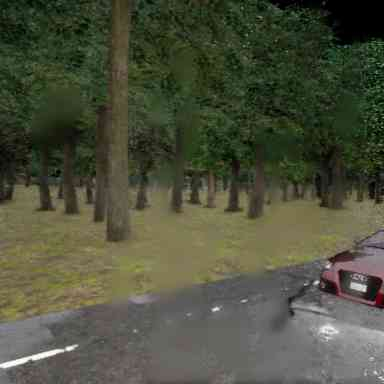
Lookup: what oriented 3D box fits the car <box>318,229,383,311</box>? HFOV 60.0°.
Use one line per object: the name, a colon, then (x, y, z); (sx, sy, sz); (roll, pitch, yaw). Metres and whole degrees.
car: (4.587, 1.503, 7.060); (4.181, 1.385, 1.994); (0, 1, -35)
